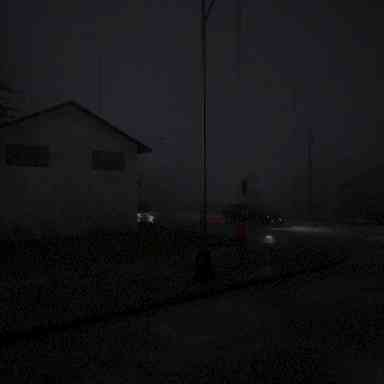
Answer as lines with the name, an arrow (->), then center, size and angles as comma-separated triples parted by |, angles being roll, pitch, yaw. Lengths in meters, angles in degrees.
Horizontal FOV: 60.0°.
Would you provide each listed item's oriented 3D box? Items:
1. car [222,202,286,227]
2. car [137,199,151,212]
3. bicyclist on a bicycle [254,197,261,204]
car -> 4.126, 1.495, 22.787 | 1.837, 1.490, 4.892 | 0, 0, -36
car -> -6.380, 1.467, 37.465 | 1.882, 1.535, 5.008 | 0, 0, -36
bicyclist on a bicycle -> 6.590, 1.332, 33.771 | 1.656, 1.620, 0.582 | 0, 0, -36
